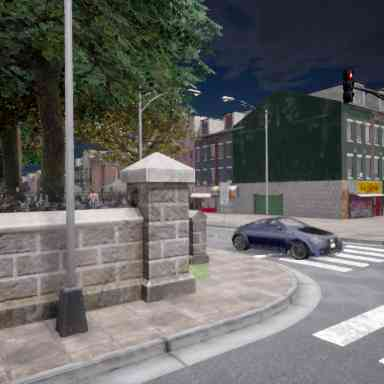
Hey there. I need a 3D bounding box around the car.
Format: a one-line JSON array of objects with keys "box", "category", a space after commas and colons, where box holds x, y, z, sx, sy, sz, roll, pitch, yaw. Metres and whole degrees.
[{"box": [3.556, 1.687, 13.007, 1.994, 1.385, 4.181, -1, 0, -41], "category": "car"}]
